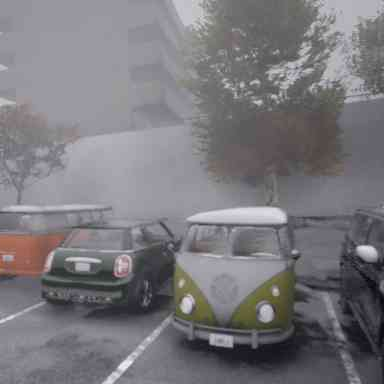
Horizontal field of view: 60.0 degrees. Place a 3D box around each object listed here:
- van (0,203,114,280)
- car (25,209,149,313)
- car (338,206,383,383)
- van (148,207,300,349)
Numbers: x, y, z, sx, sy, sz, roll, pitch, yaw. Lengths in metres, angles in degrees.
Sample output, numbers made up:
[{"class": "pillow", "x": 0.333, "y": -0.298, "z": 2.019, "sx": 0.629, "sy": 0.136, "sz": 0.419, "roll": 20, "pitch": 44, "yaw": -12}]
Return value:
[{"class": "van", "x": -3.773, "y": 1.349, "z": 10.050, "sx": 1.878, "sy": 1.987, "sz": 4.442, "roll": 0, "pitch": -1, "yaw": 16}, {"class": "car", "x": -1.397, "y": 1.422, "z": 8.122, "sx": 2.185, "sy": 1.767, "sz": 4.553, "roll": 0, "pitch": -1, "yaw": 16}, {"class": "car", "x": 3.435, "y": 1.245, "z": 4.554, "sx": 2.435, "sy": 2.045, "sz": 5.566, "roll": 0, "pitch": -1, "yaw": 17}, {"class": "van", "x": 0.999, "y": 1.295, "z": 6.254, "sx": 1.878, "sy": 1.987, "sz": 4.442, "roll": 0, "pitch": -1, "yaw": 17}]
